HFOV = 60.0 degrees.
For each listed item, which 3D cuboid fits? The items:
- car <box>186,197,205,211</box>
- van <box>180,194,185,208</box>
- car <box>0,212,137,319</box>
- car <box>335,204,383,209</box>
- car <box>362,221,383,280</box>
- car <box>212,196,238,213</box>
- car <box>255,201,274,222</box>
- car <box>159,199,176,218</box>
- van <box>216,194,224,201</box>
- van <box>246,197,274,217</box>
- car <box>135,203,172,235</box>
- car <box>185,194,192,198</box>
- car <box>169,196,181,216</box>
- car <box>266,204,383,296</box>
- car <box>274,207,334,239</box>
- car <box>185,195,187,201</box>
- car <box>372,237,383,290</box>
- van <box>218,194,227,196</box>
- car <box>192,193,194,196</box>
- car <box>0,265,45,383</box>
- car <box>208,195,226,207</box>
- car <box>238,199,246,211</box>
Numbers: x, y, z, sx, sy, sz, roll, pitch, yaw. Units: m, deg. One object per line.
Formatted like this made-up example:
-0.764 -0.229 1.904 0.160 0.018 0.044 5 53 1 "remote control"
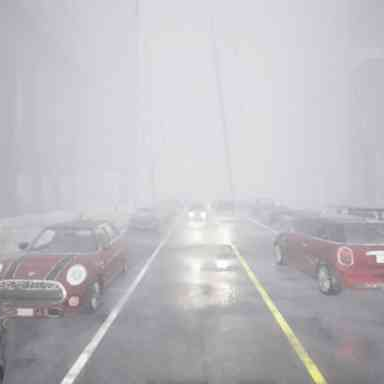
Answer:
0.648 1.610 40.211 1.895 1.301 4.718 1 0 1 "car"
-2.093 1.325 41.187 1.690 1.788 3.998 1 0 1 "van"
-2.661 1.416 7.374 1.967 1.590 4.097 1 0 1 "car"
5.959 1.372 12.877 2.192 1.841 5.009 1 0 1 "car"
5.861 1.600 7.240 1.887 1.381 4.507 1 0 1 "car"
3.691 1.516 38.006 1.882 1.535 5.008 1 -1 1 "car"
6.144 1.625 24.148 1.947 1.339 4.313 1 0 1 "car"
-2.382 1.505 24.110 1.752 1.417 4.829 1 0 1 "car"
7.185 1.436 86.142 1.690 1.788 3.998 1 0 1 "van"
6.242 1.402 29.784 1.690 1.788 3.998 1 0 1 "van"
-2.474 1.529 18.644 2.008 1.369 4.403 1 0 1 "car"
-1.621 1.313 69.364 2.192 1.841 5.009 1 0 1 "car"
-2.283 1.421 29.915 1.967 1.590 4.097 1 0 1 "car"
3.777 1.388 8.952 2.097 1.767 4.553 1 0 -4 "car"
6.050 1.624 18.512 1.947 1.339 4.313 1 0 1 "car"
-2.004 1.511 46.652 1.752 1.417 4.829 1 0 1 "car"
3.926 1.542 3.070 1.837 1.490 4.892 1 0 1 "car"
6.902 1.419 69.236 1.690 1.788 3.998 1 0 1 "van"
-1.247 1.572 91.905 2.008 1.369 4.403 1 0 1 "car"
-2.757 1.540 1.738 1.947 1.339 4.313 1 0 1 "car"
3.800 1.605 49.067 1.994 1.385 4.181 1 0 1 "car"
6.428 1.630 41.056 1.947 1.339 4.313 1 0 1 "car"
